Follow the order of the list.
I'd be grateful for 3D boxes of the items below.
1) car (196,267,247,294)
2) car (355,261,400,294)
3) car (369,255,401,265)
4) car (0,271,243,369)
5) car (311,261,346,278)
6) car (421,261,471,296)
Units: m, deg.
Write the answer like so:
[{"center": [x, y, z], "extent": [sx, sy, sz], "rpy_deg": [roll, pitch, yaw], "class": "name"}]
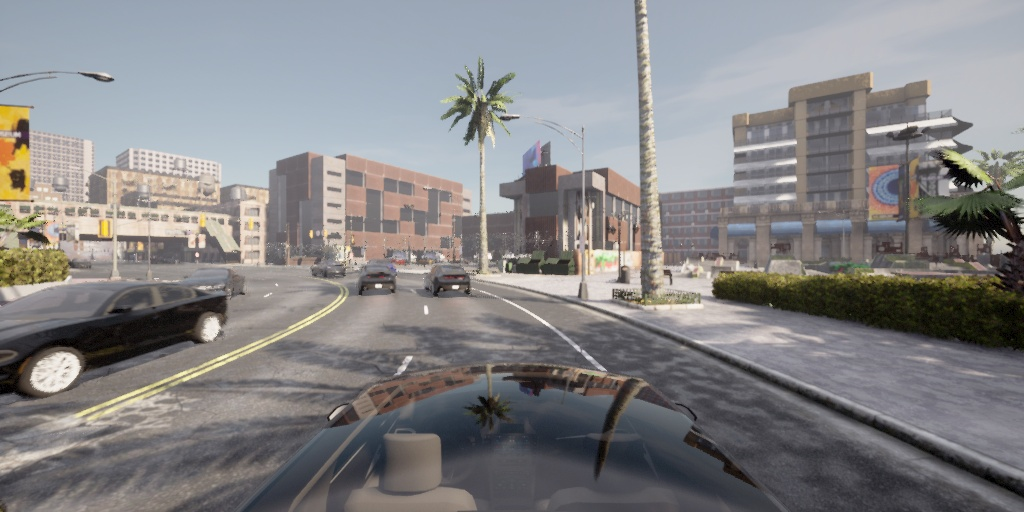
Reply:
[{"center": [-13.962, 1.254, 16.857], "extent": [1.812, 1.442, 4.674], "rpy_deg": [0, 0, -25], "class": "car"}, {"center": [-7.734, 1.230, 20.314], "extent": [1.837, 1.490, 4.892], "rpy_deg": [0, 0, -24], "class": "car"}, {"center": [-12.675, 1.057, 33.757], "extent": [2.097, 1.767, 4.553], "rpy_deg": [0, 0, -41], "class": "car"}, {"center": [-7.578, 1.220, 6.586], "extent": [1.882, 1.535, 5.008], "rpy_deg": [0, 0, -7], "class": "car"}, {"center": [-17.154, 1.197, 33.430], "extent": [4.902, 1.511, 2.128], "rpy_deg": [0, 0, 45], "class": "car"}, {"center": [-3.565, 1.229, 19.377], "extent": [1.837, 1.490, 4.892], "rpy_deg": [1, 0, -21], "class": "car"}]
